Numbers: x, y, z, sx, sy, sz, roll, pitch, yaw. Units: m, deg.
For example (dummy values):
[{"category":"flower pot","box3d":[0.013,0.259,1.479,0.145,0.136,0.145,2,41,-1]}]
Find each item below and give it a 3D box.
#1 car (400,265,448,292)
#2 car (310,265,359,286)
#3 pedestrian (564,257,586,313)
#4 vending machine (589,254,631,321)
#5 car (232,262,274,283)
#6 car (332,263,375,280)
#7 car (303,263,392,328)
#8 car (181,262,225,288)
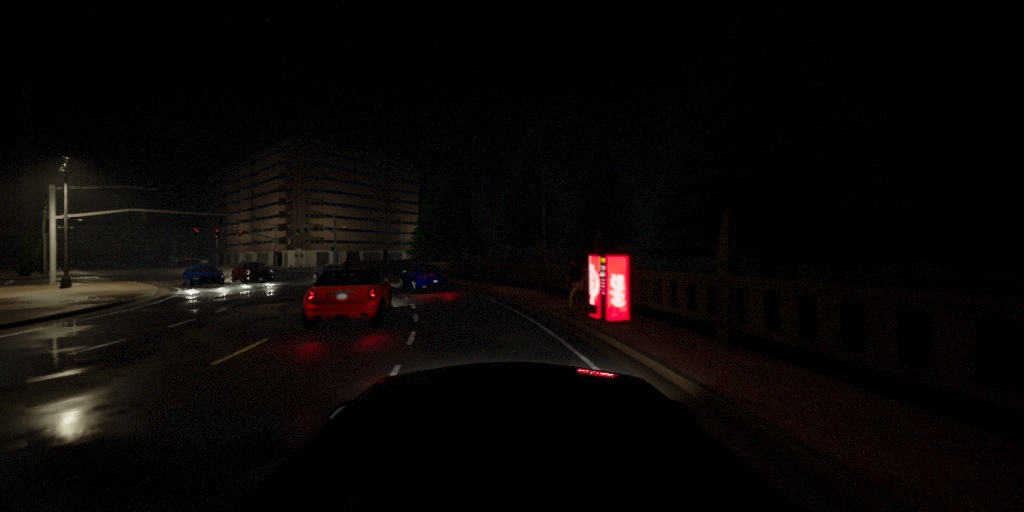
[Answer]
[{"category":"car","box3d":[-5.554,1.283,22.235,1.882,1.535,5.008,0,0,-30]},{"category":"car","box3d":[-13.843,1.423,27.738,2.033,1.411,5.357,0,0,-42]},{"category":"pedestrian","box3d":[1.983,0.878,11.285,0.375,1.860,0.375,0,0,-13]},{"category":"vending machine","box3d":[2.905,0.924,10.727,1.100,2.100,0.880,0,0,-12]},{"category":"car","box3d":[-21.783,1.294,30.123,4.553,1.767,2.097,0,0,40]},{"category":"car","box3d":[-15.119,1.416,34.093,4.674,1.442,1.812,0,0,40]},{"category":"car","box3d":[-5.254,1.150,11.987,2.097,1.767,4.553,-1,0,-15]},{"category":"car","box3d":[-22.400,1.424,26.010,5.008,1.535,1.882,-1,0,42]}]
